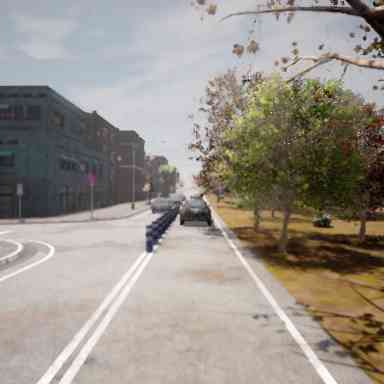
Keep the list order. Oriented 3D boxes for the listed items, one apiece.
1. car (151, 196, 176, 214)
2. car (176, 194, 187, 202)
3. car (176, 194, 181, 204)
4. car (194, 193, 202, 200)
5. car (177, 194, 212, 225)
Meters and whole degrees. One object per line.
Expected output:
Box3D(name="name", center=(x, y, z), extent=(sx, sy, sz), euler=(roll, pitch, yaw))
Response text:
Box3D(name="car", center=(-3.007, 1.375, 33.995), extent=(1.837, 1.490, 4.892), euler=(0, 1, 1))
Box3D(name="car", center=(-2.086, 1.189, 67.628), extent=(1.837, 1.490, 4.892), euler=(0, 1, 1))
Box3D(name="car", center=(-2.581, 1.297, 51.218), extent=(2.033, 1.411, 5.357), euler=(0, 0, 2))
Box3D(name="car", center=(1.338, 0.930, 74.688), extent=(1.812, 1.442, 4.674), euler=(0, 1, 1))
Box3D(name="car", center=(0.274, 1.278, 23.698), extent=(2.097, 1.767, 4.553), euler=(0, 0, 1))
